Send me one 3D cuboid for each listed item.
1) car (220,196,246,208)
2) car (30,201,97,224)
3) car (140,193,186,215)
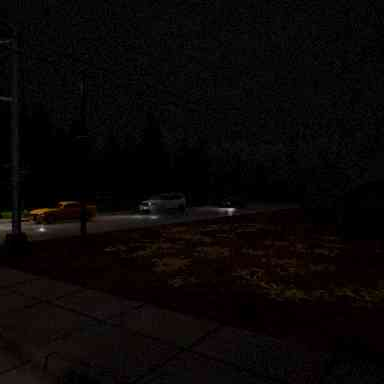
[{"bbox_3d":[5.636,1.378,45.468,1.837,1.490,4.892,0,0,37],"label":"car"},{"bbox_3d":[-9.579,1.484,25.030,1.882,1.535,5.008,0,0,37],"label":"car"},{"bbox_3d":[-2.846,1.167,34.104,2.150,2.045,5.566,0,0,36],"label":"car"}]
